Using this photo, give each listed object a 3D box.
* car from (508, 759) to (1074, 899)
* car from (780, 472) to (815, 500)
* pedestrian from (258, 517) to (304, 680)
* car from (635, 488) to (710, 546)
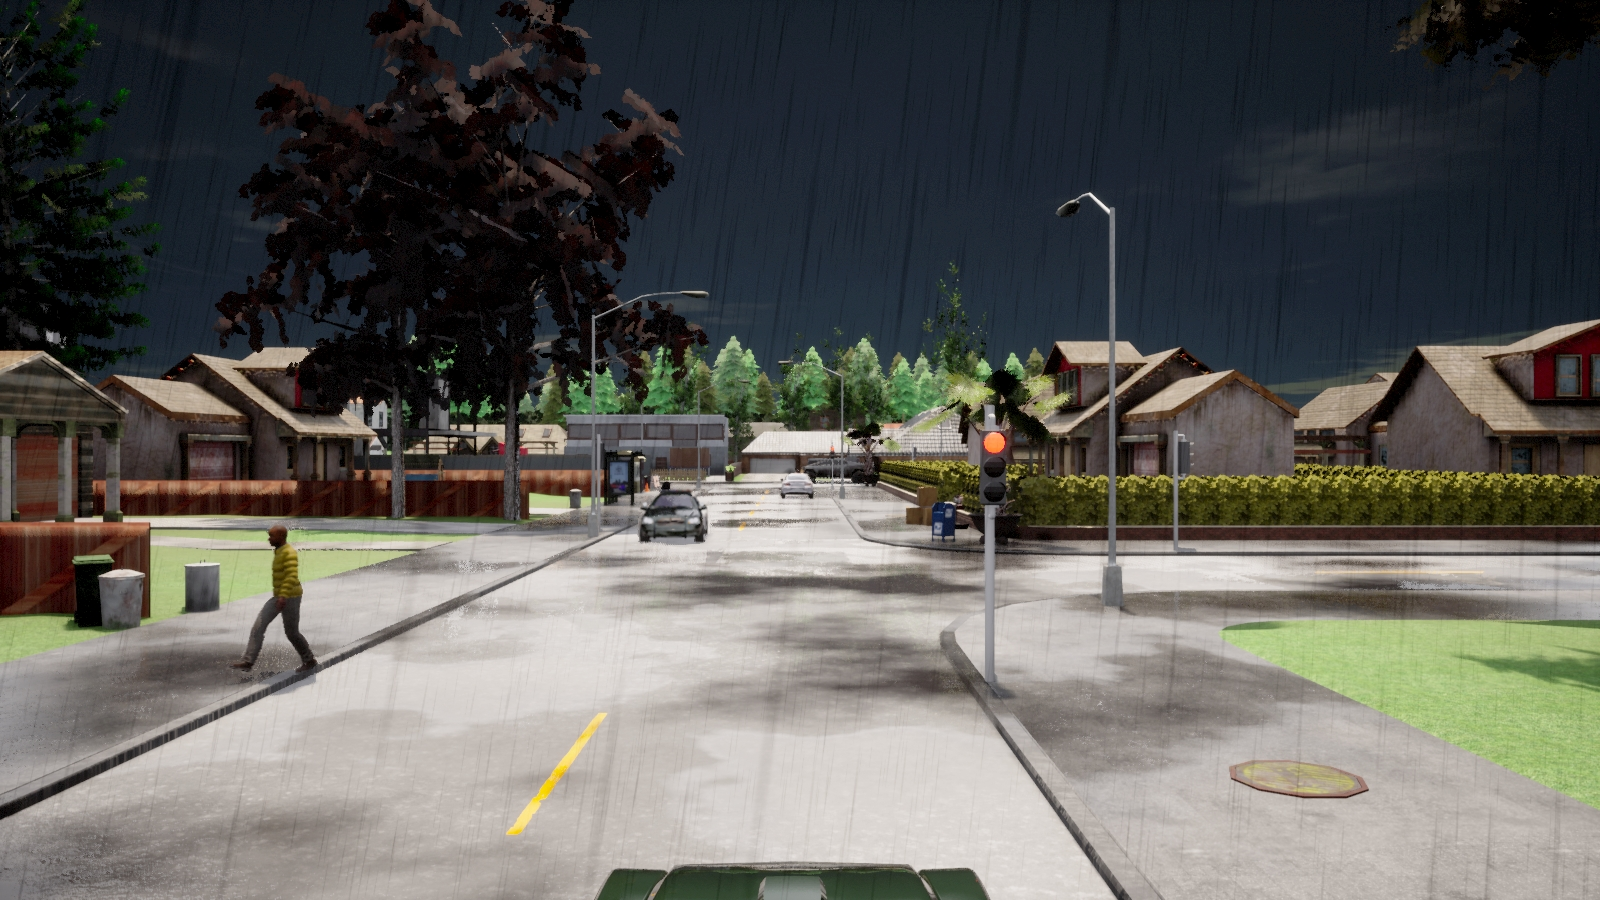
[{"bbox_3d":[-0.028,2.155,3.193,1.895,1.301,4.718,0,0,0],"label":"car"},{"bbox_3d":[-0.164,2.081,66.907,2.002,1.442,4.674,0,0,0],"label":"car"},{"bbox_3d":[-6.163,1.746,13.568,0.375,1.860,0.375,0,0,43],"label":"pedestrian"},{"bbox_3d":[-3.927,2.038,35.972,2.038,1.542,4.974,0,0,-3],"label":"car"}]
